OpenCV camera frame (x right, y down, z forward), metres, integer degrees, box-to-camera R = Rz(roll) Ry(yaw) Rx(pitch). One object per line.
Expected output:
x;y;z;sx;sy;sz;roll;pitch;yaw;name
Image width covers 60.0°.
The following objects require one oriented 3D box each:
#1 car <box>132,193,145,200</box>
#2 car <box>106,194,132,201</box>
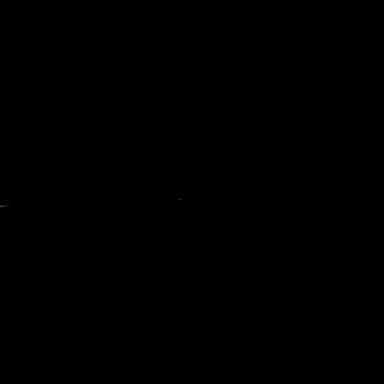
-12.194;0.924;71.119;1.882;1.535;5.008;1;0;36;car
-14.224;1.112;63.307;1.994;1.385;4.181;1;0;36;car
